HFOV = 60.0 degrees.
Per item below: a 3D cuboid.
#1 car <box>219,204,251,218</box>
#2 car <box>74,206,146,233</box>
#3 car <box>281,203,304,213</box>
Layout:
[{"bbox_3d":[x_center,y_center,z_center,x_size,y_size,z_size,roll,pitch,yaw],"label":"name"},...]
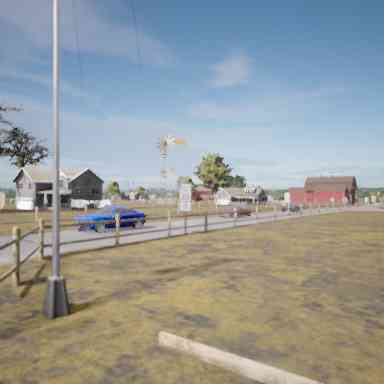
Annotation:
[{"bbox_3d":[4.588,1.972,35.025,1.812,1.442,4.674,0,-1,36],"label":"car"},{"bbox_3d":[-5.177,1.692,21.472,1.882,1.535,5.008,0,0,36],"label":"car"},{"bbox_3d":[14.971,2.351,49.279,2.033,1.411,5.357,0,-1,36],"label":"car"}]
